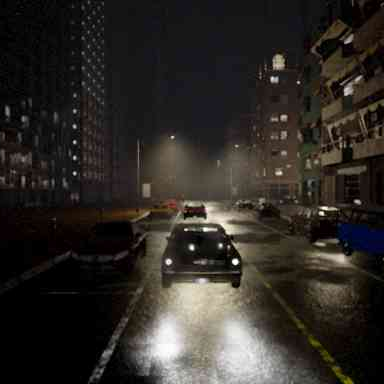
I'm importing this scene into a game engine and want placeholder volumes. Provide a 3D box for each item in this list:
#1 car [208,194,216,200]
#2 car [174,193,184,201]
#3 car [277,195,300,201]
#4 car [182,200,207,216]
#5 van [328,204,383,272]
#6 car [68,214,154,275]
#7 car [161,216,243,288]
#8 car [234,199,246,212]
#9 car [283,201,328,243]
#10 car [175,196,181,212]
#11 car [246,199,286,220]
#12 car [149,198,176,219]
[{"bbox_3d":[5.633,1.462,92.445,1.947,1.339,4.313,0,0,0],"label":"car"},{"bbox_3d":[-2.651,1.218,70.317,2.192,1.841,5.009,0,0,0],"label":"car"},{"bbox_3d":[16.523,1.261,57.419,4.403,1.369,2.008,-1,1,-1],"label":"car"},{"bbox_3d":[0.229,1.551,27.251,1.895,1.301,4.718,0,0,0],"label":"car"},{"bbox_3d":[5.993,1.324,10.302,1.690,1.788,3.998,0,0,0],"label":"van"},{"bbox_3d":[-2.387,1.561,10.267,1.802,1.307,4.206,0,0,0],"label":"car"},{"bbox_3d":[0.210,1.583,9.316,1.895,1.301,4.718,0,0,0],"label":"car"},{"bbox_3d":[5.871,1.487,37.967,2.008,1.369,4.403,0,0,0],"label":"car"},{"bbox_3d":[5.969,1.413,15.835,1.967,1.590,4.097,0,0,0],"label":"car"},{"bbox_3d":[-2.509,1.477,37.930,1.887,1.381,4.507,0,0,0],"label":"car"},{"bbox_3d":[5.920,1.504,26.901,2.008,1.369,4.403,0,0,0],"label":"car"},{"bbox_3d":[-2.459,1.475,26.694,1.752,1.417,4.829,0,0,0],"label":"car"}]
